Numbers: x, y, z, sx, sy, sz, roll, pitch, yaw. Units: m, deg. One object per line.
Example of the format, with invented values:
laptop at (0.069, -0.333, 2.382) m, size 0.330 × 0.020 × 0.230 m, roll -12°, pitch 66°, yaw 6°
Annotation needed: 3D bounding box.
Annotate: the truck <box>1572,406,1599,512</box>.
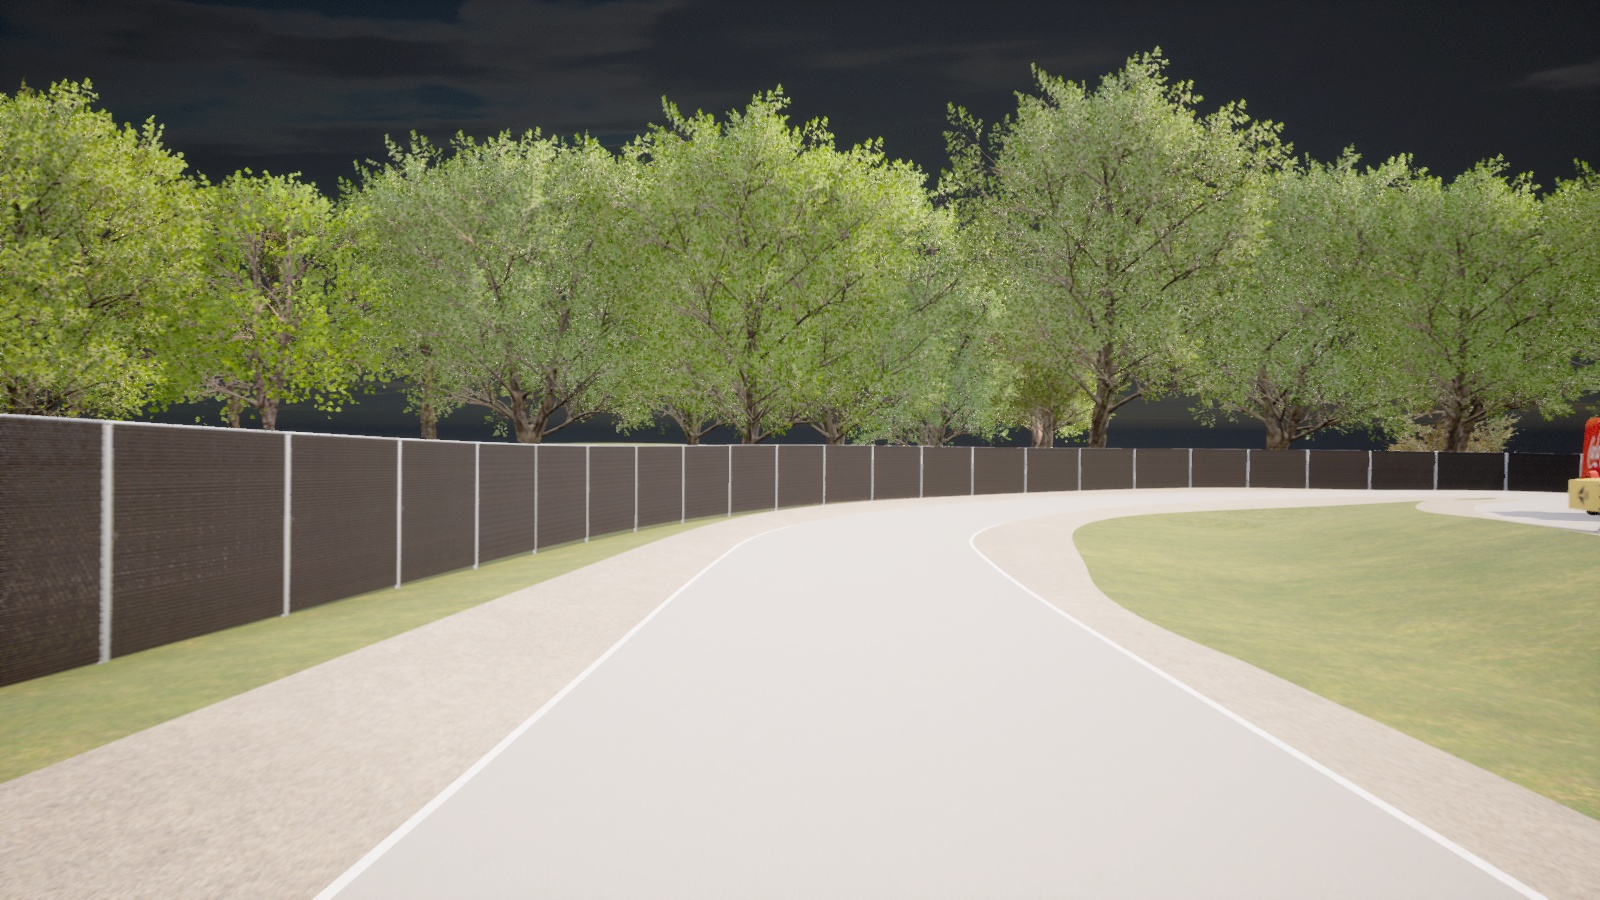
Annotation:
truck at (20.125, 0.212, 29.343) m, size 2.627 × 2.467 × 5.204 m, roll 0°, pitch -1°, yaw 21°
